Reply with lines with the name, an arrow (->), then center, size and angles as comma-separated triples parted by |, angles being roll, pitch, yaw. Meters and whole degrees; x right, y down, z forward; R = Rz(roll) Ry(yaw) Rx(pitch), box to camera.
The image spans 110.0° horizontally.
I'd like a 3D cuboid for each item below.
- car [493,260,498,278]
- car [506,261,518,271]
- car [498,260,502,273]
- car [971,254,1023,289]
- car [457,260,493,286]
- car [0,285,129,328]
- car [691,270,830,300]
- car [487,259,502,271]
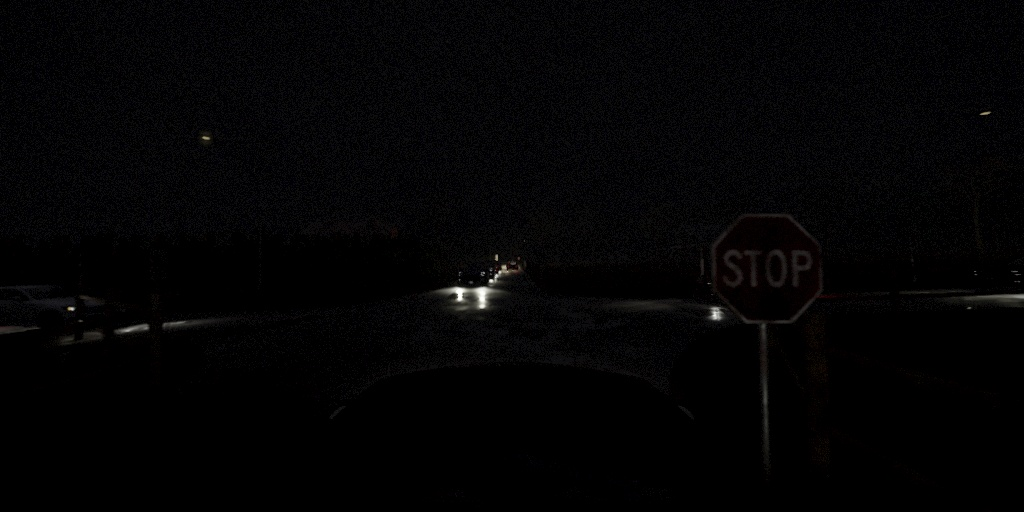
car -> -2.817, 1.317, 36.675 | 2.097, 1.767, 4.553 | 0, 0, 0
car -> 0.039, 1.703, 59.008 | 1.895, 1.301, 4.718 | 0, 0, 0
car -> -2.800, 1.376, 46.357 | 2.097, 1.767, 4.553 | 0, 0, 0
car -> 21.919, 0.554, 14.595 | 5.008, 1.535, 1.882 | -2, -3, 0
car -> -2.835, 1.260, 27.097 | 2.097, 1.767, 4.553 | 0, 0, 0
car -> -15.382, 1.657, 11.628 | 4.674, 1.442, 1.812 | -1, -3, 0
car -> 9.839, 1.003, 14.449 | 5.008, 1.535, 1.882 | -2, -3, -2
car -> -2.737, 1.438, 56.382 | 2.097, 1.767, 4.553 | 0, 0, 0
